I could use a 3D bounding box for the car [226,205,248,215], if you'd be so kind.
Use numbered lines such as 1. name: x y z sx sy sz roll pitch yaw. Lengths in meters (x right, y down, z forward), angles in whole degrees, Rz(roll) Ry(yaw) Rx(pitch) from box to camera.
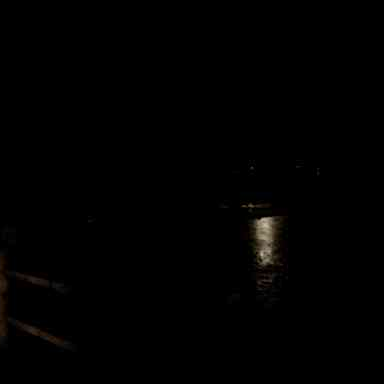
1. car: 6.463 2.548 48.299 1.994 1.385 4.181 -1 -1 36

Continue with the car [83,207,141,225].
1. car: -6.974 2.080 29.550 2.033 1.411 5.357 -1 -1 36
